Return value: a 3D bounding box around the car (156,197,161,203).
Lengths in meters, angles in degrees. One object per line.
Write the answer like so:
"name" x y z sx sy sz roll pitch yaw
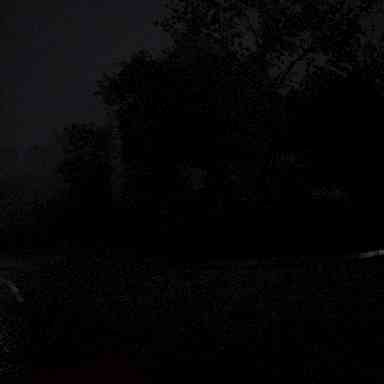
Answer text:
"car" -6.252 0.668 49.112 2.435 2.045 5.566 0 1 -36

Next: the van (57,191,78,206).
"van" -15.388 0.794 42.678 1.878 1.987 4.442 -1 1 -36

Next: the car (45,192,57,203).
"car" -22.044 0.857 53.087 1.946 1.575 5.366 -1 1 -36

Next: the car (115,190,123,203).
"car" -10.776 0.957 45.612 1.946 1.575 5.366 -1 1 -36

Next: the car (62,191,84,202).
"car" -19.547 0.700 54.608 2.185 1.767 4.553 -1 1 -36

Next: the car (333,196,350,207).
"car" 19.857 1.268 44.288 2.128 1.511 4.902 1 0 -33
